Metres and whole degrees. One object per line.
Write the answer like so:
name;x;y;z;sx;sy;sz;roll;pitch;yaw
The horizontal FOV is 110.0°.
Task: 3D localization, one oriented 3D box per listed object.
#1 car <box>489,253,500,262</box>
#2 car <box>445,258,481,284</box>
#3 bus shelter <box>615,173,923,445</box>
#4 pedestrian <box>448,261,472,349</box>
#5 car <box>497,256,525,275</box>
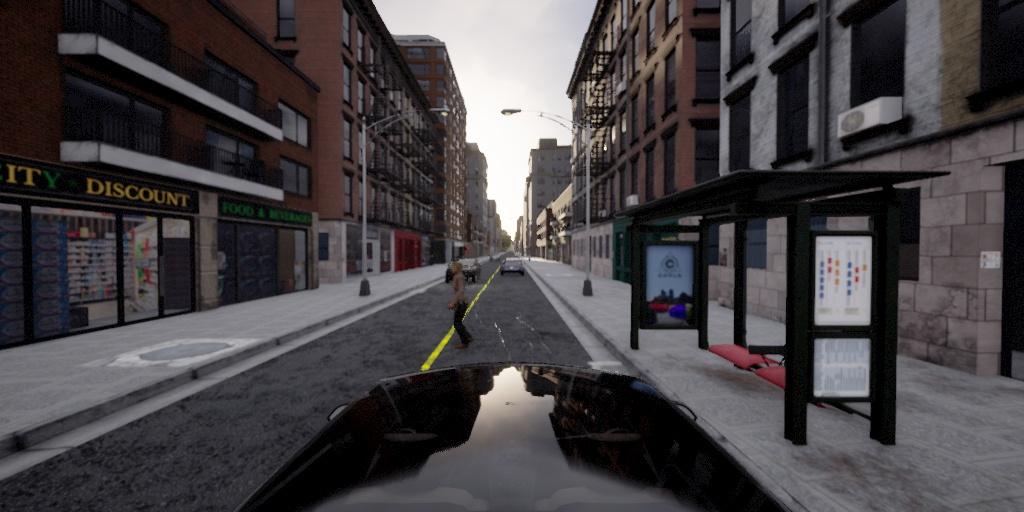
car;-3.035;0.275;64.634;2.128;1.511;4.902;0;1;1
car;-3.099;0.896;23.433;1.882;1.535;5.008;0;1;0
bus shelter;3.135;0.567;5.531;1.920;2.740;3.880;0;0;0
pedestrian;-1.072;0.958;7.338;0.375;1.860;0.375;0;1;-10
car;0.073;0.872;30.607;1.994;1.385;4.181;0;1;3
